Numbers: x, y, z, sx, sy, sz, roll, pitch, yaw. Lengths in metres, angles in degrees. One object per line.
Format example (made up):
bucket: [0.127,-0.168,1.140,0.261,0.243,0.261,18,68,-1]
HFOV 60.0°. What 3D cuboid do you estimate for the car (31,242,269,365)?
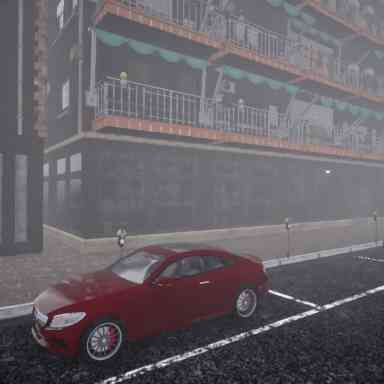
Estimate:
car: [-0.457,1.582,5.760,4.206,1.307,1.802,0,0,-35]
